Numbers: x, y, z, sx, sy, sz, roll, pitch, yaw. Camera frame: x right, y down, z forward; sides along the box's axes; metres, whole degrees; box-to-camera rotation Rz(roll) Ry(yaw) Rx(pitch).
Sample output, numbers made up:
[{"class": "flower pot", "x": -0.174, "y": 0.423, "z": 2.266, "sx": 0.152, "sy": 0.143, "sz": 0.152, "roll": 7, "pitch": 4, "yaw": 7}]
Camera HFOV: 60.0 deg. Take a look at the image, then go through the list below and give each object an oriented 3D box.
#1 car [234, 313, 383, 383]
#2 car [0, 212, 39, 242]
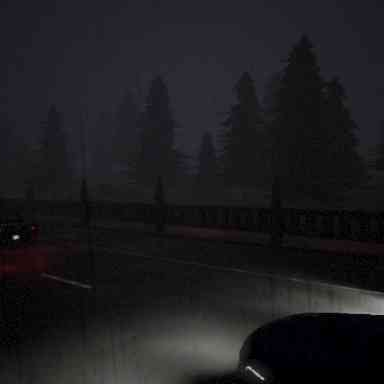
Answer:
[{"class": "car", "x": 2.535, "y": 1.531, "z": 2.184, "sx": 4.674, "sy": 1.442, "sz": 1.812, "roll": 1, "pitch": 0, "yaw": 35}, {"class": "car", "x": -8.850, "y": 1.506, "z": 14.597, "sx": 4.718, "sy": 1.301, "sz": 1.895, "roll": 0, "pitch": 0, "yaw": 35}]
